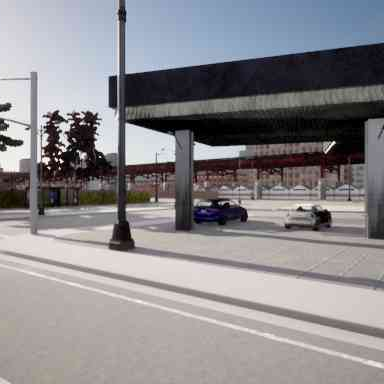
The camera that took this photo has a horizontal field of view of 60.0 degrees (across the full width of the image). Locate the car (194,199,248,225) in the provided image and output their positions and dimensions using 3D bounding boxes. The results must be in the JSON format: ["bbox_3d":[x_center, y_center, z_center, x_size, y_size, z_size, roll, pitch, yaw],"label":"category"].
[{"bbox_3d":[2.057,1.293,22.982,2.242,1.667,4.611,0,0,37],"label":"car"}]

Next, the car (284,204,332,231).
[{"bbox_3d":[7.136,1.455,20.192,1.970,1.475,3.806,0,0,37],"label":"car"}]
